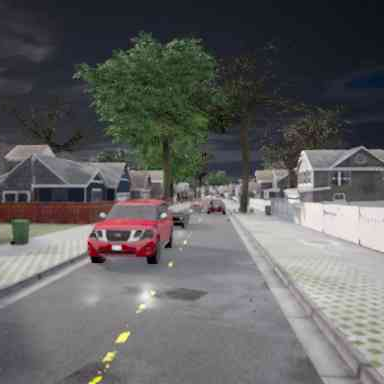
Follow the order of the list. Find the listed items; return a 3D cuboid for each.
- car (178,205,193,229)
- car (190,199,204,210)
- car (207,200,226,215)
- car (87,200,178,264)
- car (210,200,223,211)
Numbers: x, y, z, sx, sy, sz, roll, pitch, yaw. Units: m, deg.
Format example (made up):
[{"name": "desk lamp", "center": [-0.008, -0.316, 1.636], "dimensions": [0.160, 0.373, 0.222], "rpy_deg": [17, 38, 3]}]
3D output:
[{"name": "car", "center": [-1.232, 1.808, 23.457], "dimensions": [1.895, 1.301, 4.718], "rpy_deg": [0, -1, 4]}, {"name": "car", "center": [0.824, 1.806, 51.659], "dimensions": [2.097, 1.767, 4.553], "rpy_deg": [0, -1, 4]}, {"name": "car", "center": [2.881, 1.705, 39.386], "dimensions": [2.097, 1.767, 4.553], "rpy_deg": [0, 0, 4]}, {"name": "car", "center": [-2.027, 1.332, 12.629], "dimensions": [2.150, 2.045, 5.566], "rpy_deg": [0, -1, 4]}, {"name": "car", "center": [3.577, 1.941, 48.948], "dimensions": [1.837, 1.490, 4.892], "rpy_deg": [0, 0, 4]}]
